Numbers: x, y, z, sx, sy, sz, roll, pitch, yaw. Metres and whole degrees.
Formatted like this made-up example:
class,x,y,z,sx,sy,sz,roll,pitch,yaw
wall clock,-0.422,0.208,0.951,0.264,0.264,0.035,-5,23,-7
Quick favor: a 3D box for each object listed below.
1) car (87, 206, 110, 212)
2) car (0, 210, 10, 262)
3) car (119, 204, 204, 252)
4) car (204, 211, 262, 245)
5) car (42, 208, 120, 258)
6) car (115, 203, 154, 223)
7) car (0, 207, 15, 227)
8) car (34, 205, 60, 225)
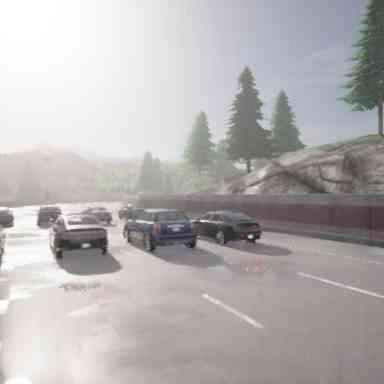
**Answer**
class,x,y,z,sx,sy,sz,roll,pitch,yaw
car,-8.004,1.866,27.711,2.033,1.411,5.357,0,-1,-27
car,-7.858,1.642,12.048,1.837,1.490,4.892,0,0,-27
car,-1.588,1.529,15.165,2.097,1.767,4.553,0,-1,-27
car,1.493,1.708,16.824,1.837,1.490,4.892,0,0,-27
car,-4.742,1.650,13.642,2.128,1.511,4.902,0,-1,-27
car,-5.322,1.843,30.192,2.128,1.511,4.902,0,-1,-26
car,-14.676,1.849,25.426,1.994,1.385,4.181,0,-1,-26
car,-11.554,1.814,27.004,1.837,1.490,4.892,0,0,-26
